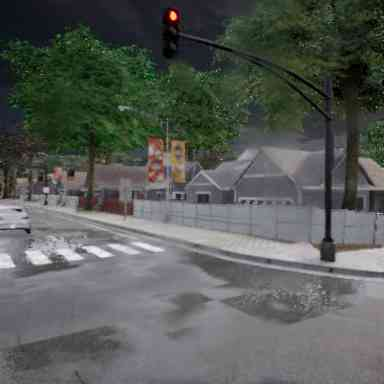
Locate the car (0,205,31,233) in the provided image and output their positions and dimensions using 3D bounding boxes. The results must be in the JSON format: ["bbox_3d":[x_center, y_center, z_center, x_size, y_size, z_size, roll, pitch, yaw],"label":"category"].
[{"bbox_3d":[-10.051,1.451,18.243,1.812,1.442,4.674,0,0,-33],"label":"car"}]
